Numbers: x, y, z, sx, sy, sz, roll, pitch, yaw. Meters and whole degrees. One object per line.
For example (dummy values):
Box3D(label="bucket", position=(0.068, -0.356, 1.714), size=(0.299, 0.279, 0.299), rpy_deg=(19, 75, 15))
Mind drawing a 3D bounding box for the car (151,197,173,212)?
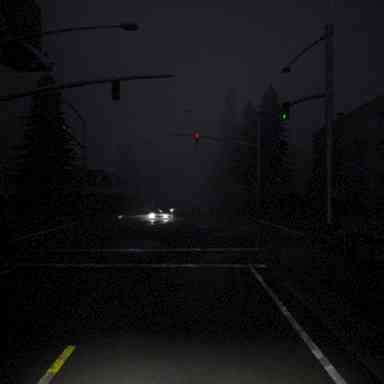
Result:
Box3D(label="car", position=(-3.579, 1.593, 38.185), size=(1.895, 1.301, 4.718), rpy_deg=(0, 0, 0))

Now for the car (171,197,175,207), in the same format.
Box3D(label="car", position=(-3.557, 1.495, 48.310), size=(1.837, 1.490, 4.892), rpy_deg=(0, 0, 0))
